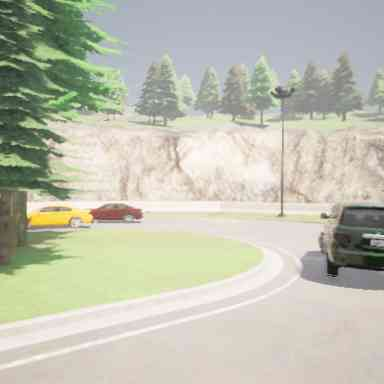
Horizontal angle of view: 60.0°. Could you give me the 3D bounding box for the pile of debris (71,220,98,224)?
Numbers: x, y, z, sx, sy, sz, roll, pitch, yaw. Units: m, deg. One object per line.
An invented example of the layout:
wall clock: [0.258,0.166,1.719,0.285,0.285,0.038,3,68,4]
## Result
pile of debris: [-8.109,2.255,25.181,1.860,0.140,1.500,1,0,-17]

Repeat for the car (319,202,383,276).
car: [5.323,1.325,10.416,2.150,2.045,5.566,1,0,20]

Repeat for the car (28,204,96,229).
car: [-8.952,1.527,21.086,5.008,1.535,1.882,1,-2,-24]

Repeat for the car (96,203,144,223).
car: [-6.262,1.571,25.610,5.008,1.535,1.882,1,-2,-5]
